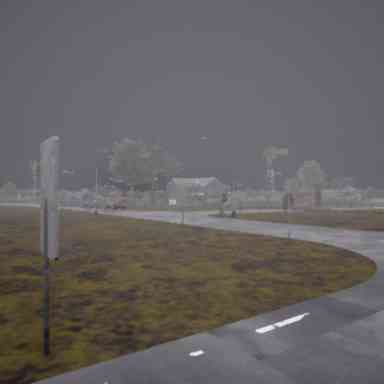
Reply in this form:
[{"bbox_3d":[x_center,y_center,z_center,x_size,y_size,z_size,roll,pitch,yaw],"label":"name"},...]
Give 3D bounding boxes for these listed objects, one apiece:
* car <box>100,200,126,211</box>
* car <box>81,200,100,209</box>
[{"bbox_3d":[-11.338,1.951,48.686,1.837,1.490,4.892,0,-1,-35],"label":"car"},{"bbox_3d":[-17.376,2.136,57.018,2.033,1.411,5.357,0,-1,-36],"label":"car"}]
